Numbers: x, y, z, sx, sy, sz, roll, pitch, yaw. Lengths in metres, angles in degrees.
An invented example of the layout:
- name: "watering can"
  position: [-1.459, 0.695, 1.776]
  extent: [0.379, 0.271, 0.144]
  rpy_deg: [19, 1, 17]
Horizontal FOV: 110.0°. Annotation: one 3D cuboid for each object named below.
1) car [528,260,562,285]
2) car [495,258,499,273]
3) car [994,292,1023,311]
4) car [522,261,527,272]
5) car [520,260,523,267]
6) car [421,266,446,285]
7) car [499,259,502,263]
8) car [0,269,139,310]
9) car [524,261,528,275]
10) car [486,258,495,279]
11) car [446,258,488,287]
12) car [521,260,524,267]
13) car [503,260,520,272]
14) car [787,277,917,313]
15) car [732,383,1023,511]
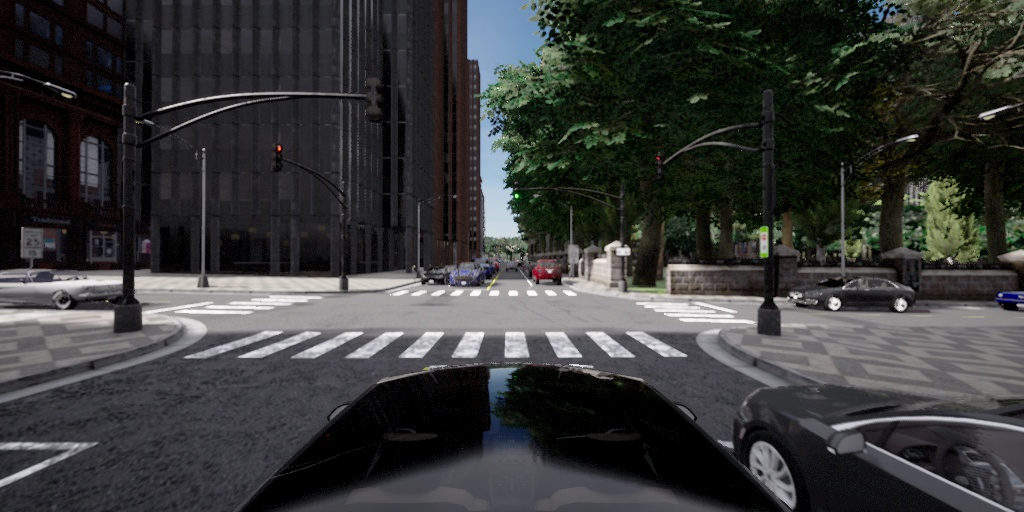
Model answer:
- name: "car"
  position: [2.705, 1.239, 28.046]
  extent: [2.192, 1.841, 5.009]
  rpy_deg: [0, 0, 0]
- name: "car"
  position: [-3.191, 1.411, 46.399]
  extent: [2.097, 1.767, 4.553]
  rpy_deg: [0, 0, 0]
- name: "car"
  position: [25.313, 1.983, 16.295]
  extent: [4.718, 1.301, 1.895]
  rpy_deg: [1, 0, 0]
- name: "car"
  position: [2.668, 1.595, 44.415]
  extent: [2.007, 1.370, 4.403]
  rpy_deg: [0, 0, 0]
- name: "car"
  position: [2.643, 1.564, 55.328]
  extent: [1.967, 1.591, 4.097]
  rpy_deg: [0, 0, 0]
- name: "car"
  position: [-5.820, 1.491, 28.018]
  extent: [1.948, 1.339, 4.313]
  rpy_deg: [0, 0, 0]
- name: "car"
  position: [-3.178, 1.358, 56.906]
  extent: [2.150, 2.045, 5.566]
  rpy_deg: [0, 0, 0]
- name: "car"
  position: [-16.465, 1.139, 12.776]
  extent: [4.718, 1.301, 1.895]
  rpy_deg: [1, 0, 0]
- name: "car"
  position: [2.680, 1.570, 38.959]
  extent: [1.948, 1.339, 4.313]
  rpy_deg: [0, 0, 0]
- name: "car"
  position: [-3.173, 1.206, 36.217]
  extent: [2.150, 2.045, 5.566]
  rpy_deg: [0, 0, 0]
- name: "car"
  position: [-3.218, 1.266, 26.457]
  extent: [2.097, 1.767, 4.553]
  rpy_deg: [0, 0, 1]
- name: "car"
  position: [2.655, 1.635, 49.872]
  extent: [2.007, 1.370, 4.403]
  rpy_deg: [0, 0, 0]
- name: "car"
  position: [-0.029, 1.677, 55.995]
  extent: [2.033, 1.411, 5.357]
  rpy_deg: [0, 0, 0]
- name: "car"
  position: [15.237, 1.681, 16.221]
  extent: [4.892, 1.490, 1.837]
  rpy_deg: [1, 0, 0]
- name: "car"
  position: [2.765, 1.298, 1.383]
  extent: [2.007, 1.370, 4.403]
  rpy_deg: [0, 0, 0]
